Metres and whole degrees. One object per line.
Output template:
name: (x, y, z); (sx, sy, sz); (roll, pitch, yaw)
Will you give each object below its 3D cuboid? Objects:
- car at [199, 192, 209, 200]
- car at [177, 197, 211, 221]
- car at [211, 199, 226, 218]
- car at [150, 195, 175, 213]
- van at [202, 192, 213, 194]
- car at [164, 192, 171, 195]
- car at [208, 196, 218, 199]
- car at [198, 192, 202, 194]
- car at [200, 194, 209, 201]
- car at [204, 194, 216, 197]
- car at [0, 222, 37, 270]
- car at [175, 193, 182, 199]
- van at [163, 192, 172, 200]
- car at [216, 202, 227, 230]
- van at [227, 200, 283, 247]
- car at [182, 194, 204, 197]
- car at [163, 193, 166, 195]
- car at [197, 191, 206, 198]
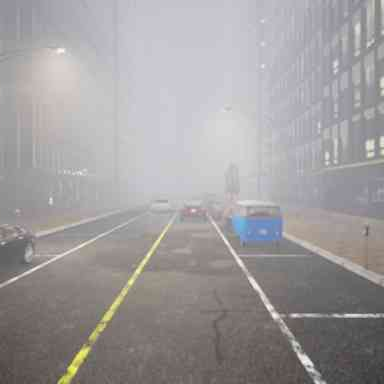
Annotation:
car: (2.686, 0.889, 77.089); (2.192, 1.841, 5.009); (0, 0, 0)
car: (0.100, 1.378, 26.084); (2.163, 1.488, 4.792); (0, 0, 0)
car: (2.688, 1.458, 25.814); (1.802, 1.307, 4.206); (0, 0, 0)
car: (-3.098, 1.358, 34.286); (1.812, 1.442, 4.674); (0, 0, 0)
van: (2.687, 1.096, 48.603); (1.690, 1.788, 3.998); (0, 0, 0)
car: (-5.694, 1.192, 71.392); (1.802, 1.307, 4.206); (0, 0, 0)
car: (2.688, 1.371, 31.681); (1.752, 1.417, 4.829); (0, 0, 0)
car: (2.687, 0.998, 59.997); (2.192, 1.841, 5.009); (0, 0, 0)
car: (2.687, 1.134, 71.561); (1.752, 1.417, 4.829); (0, 0, 0)
car: (2.688, 1.338, 42.906); (2.008, 1.369, 4.403); (0, 0, 0)
car: (-5.691, 1.511, 8.723); (2.008, 1.369, 4.403); (0, 0, 0)
car: (-3.004, 1.007, 75.390); (1.812, 1.442, 4.674); (0, 0, 0)
van: (-5.694, 0.915, 77.090); (1.690, 1.788, 3.998); (0, 0, 0)
car: (2.689, 1.487, 20.118); (1.802, 1.307, 4.206); (0, 0, 0)
van: (2.689, 1.274, 14.419); (1.690, 1.788, 3.998); (0, 0, 0)
car: (0.097, 1.296, 42.079); (2.163, 1.488, 4.792); (0, 0, 0)
car: (-5.693, 1.302, 54.302); (1.802, 1.307, 4.206); (0, 0, 0)
car: (2.686, 0.772, 94.179); (2.192, 1.841, 5.009); (0, 0, 0)
